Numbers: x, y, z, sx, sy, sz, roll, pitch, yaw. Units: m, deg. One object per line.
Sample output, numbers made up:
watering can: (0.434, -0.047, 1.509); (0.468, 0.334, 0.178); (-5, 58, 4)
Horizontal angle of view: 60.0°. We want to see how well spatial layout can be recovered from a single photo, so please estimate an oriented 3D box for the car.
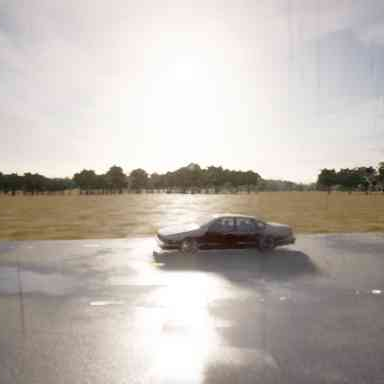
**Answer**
car: (1.306, 1.574, 12.990); (5.357, 1.411, 2.033); (0, 2, -13)
